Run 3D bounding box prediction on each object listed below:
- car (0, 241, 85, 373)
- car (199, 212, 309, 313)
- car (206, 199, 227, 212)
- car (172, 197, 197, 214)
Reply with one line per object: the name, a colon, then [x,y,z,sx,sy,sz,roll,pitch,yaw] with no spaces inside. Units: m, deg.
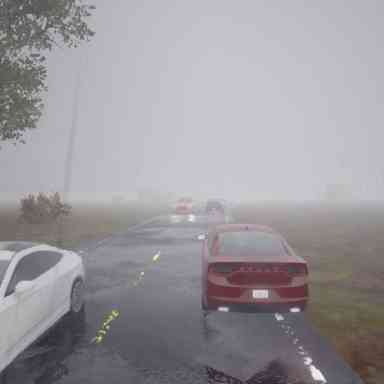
car: [-2.996,1.526,4.780,1.812,1.442,4.674,0,0,1]
car: [1.171,1.478,7.792,1.882,1.535,5.008,0,0,2]
car: [2.584,1.492,36.615,1.837,1.490,4.892,0,0,8]
car: [-0.699,1.341,34.791,2.097,1.767,4.553,0,0,7]
